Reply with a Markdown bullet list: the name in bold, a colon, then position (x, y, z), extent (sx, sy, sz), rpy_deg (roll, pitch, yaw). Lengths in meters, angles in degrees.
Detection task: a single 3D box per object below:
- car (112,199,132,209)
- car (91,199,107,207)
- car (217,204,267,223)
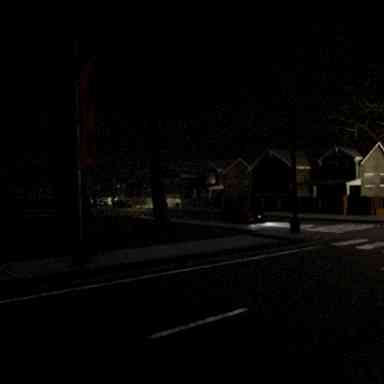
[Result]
- **car**: position (-11.047, 1.825, 52.217), extent (2.128, 1.511, 4.902), rpy_deg (-2, 0, -34)
- **car**: position (-17.060, 2.028, 60.720), extent (1.994, 1.385, 4.181), rpy_deg (-2, 0, -35)
- **car**: position (3.828, 1.631, 26.022), extent (1.994, 1.385, 4.181), rpy_deg (-2, 0, -34)
